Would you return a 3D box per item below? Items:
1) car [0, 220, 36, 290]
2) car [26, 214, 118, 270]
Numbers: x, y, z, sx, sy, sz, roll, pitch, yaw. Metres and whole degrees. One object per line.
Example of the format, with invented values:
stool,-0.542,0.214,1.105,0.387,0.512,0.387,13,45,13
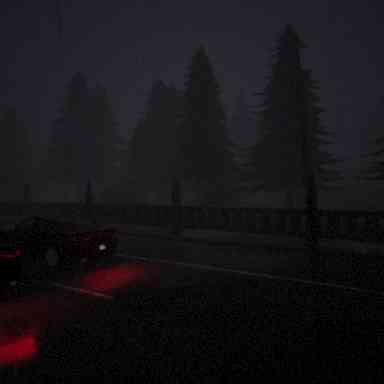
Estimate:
car,-6.042,1.472,7.783,5.008,1.535,1.882,0,0,33
car,-4.695,1.463,11.077,5.008,1.535,1.882,0,0,33
